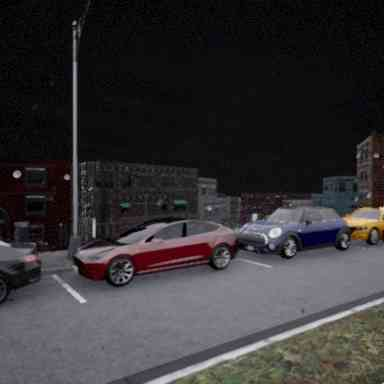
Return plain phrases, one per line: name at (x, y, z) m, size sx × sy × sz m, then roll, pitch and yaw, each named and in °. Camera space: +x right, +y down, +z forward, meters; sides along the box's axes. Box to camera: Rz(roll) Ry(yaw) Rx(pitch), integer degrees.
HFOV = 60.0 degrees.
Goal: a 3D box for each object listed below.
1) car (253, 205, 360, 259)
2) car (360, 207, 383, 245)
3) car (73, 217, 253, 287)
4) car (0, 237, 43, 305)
car at (3.914, 1.338, 12.653) m, size 4.553 × 1.767 × 2.185 m, roll 0°, pitch 0°, yaw -32°
car at (8.581, 1.461, 15.607) m, size 5.008 × 1.535 × 2.097 m, roll 0°, pitch 0°, yaw -31°
car at (-0.853, 1.496, 9.476) m, size 4.792 × 1.488 × 2.163 m, roll 0°, pitch 0°, yaw -34°
car at (-5.386, 1.509, 6.327) m, size 4.674 × 1.452 × 2.002 m, roll 0°, pitch 0°, yaw -35°
